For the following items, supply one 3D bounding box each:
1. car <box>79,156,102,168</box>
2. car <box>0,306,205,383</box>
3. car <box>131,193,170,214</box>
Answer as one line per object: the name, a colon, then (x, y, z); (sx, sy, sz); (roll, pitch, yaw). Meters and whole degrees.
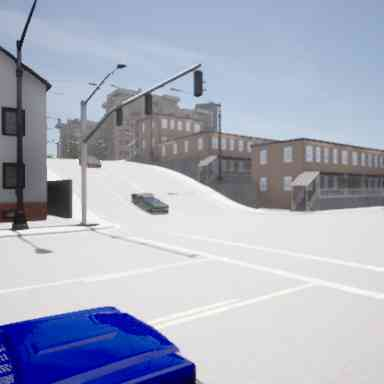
car: (-13.626, -4.081, 44.708); (1.994, 1.385, 4.181); (0, 12, -36)
car: (-2.208, 1.605, 2.194); (4.718, 1.301, 1.895); (0, 0, -35)
car: (-4.010, 0.913, 31.715); (1.895, 1.301, 4.718); (0, 15, -36)
